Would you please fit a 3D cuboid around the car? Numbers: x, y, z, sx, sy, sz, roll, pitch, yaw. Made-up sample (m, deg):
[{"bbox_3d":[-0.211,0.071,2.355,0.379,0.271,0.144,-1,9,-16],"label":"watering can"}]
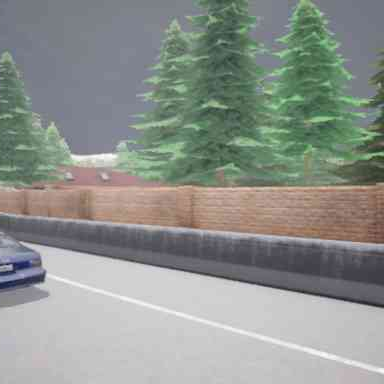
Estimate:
[{"bbox_3d":[-5.631,1.578,8.281,5.357,1.411,2.033,0,0,40],"label":"car"}]
